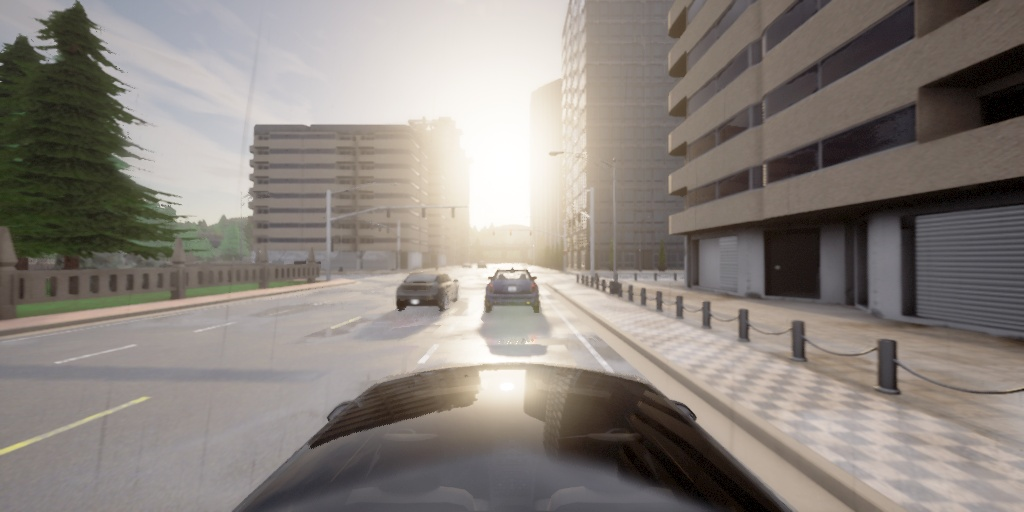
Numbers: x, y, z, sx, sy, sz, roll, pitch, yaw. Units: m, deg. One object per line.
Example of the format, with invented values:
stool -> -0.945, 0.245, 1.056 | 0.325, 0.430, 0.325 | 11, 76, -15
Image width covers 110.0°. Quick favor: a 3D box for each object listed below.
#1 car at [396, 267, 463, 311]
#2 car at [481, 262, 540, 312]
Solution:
car -> -3.473, 1.406, 15.358 | 1.837, 1.490, 4.892 | 0, 0, 0
car -> 0.027, 1.249, 15.257 | 2.097, 1.767, 4.553 | 0, -1, 0
